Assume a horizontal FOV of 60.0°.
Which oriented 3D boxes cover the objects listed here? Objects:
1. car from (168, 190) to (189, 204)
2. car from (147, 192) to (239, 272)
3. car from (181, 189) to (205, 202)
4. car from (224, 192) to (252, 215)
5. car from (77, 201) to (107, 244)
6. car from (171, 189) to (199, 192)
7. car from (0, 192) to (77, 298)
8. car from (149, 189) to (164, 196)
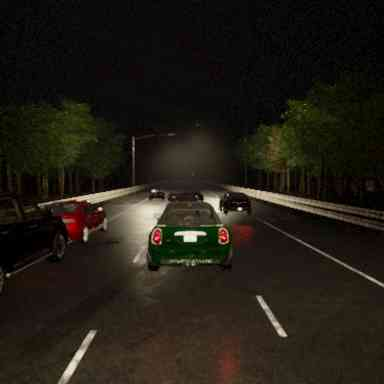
[{"bbox_3d":[-1.602,0.462,37.465,1.895,1.301,4.718,-3,2,-8],"label":"car"},{"bbox_3d":[-0.093,1.047,9.902,2.097,1.767,4.553,0,2,-1],"label":"car"},{"bbox_3d":[0.042,0.383,39.247,1.994,1.385,4.181,0,2,-13],"label":"car"},{"bbox_3d":[3.061,0.764,24.081,1.837,1.490,4.892,0,2,-1],"label":"car"},{"bbox_3d":[-4.833,1.079,13.521,1.882,1.535,5.008,0,2,-1],"label":"car"},{"bbox_3d":[-0.446,0.787,24.285,1.812,1.442,4.674,0,2,-1],"label":"car"},{"bbox_3d":[-4.687,1.004,7.547,2.150,2.045,5.566,0,2,-1],"label":"car"},{"bbox_3d":[-4.400,0.274,42.376,2.033,1.411,5.357,0,2,-1],"label":"car"}]
